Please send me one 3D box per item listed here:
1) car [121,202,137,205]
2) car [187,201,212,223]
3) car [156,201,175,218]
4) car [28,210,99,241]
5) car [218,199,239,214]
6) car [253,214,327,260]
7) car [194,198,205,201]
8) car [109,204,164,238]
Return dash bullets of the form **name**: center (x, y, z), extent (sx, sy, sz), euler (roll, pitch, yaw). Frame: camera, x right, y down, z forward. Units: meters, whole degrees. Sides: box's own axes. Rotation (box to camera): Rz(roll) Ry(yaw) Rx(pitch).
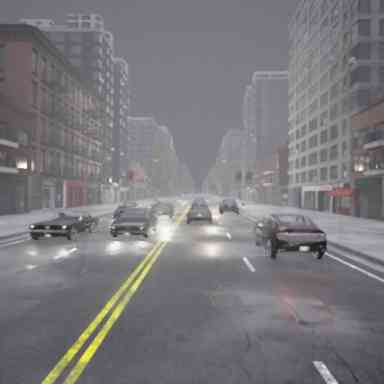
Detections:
- **car**: center (-5.869, 1.641, 31.060), extent (1.994, 1.385, 4.181), euler (1, 0, 1)
- **car**: center (0.609, 1.683, 26.594), extent (1.994, 1.385, 4.181), euler (1, 0, 1)
- **car**: center (-2.619, 1.599, 31.023), extent (2.128, 1.511, 4.902), euler (1, 0, 1)
- **car**: center (-6.260, 1.615, 16.755), extent (1.895, 1.301, 4.718), euler (1, 0, 1)
- **car**: center (4.133, 1.550, 38.160), extent (2.097, 1.767, 4.553), euler (1, 0, 1)
- **car**: center (3.598, 1.581, 12.923), extent (2.128, 1.511, 4.902), euler (1, 0, 1)
- **car**: center (0.951, 1.538, 42.445), extent (2.097, 1.767, 4.553), euler (1, 0, 2)
- **car**: center (-2.973, 1.598, 18.194), extent (2.033, 1.411, 5.357), euler (1, 0, 1)
